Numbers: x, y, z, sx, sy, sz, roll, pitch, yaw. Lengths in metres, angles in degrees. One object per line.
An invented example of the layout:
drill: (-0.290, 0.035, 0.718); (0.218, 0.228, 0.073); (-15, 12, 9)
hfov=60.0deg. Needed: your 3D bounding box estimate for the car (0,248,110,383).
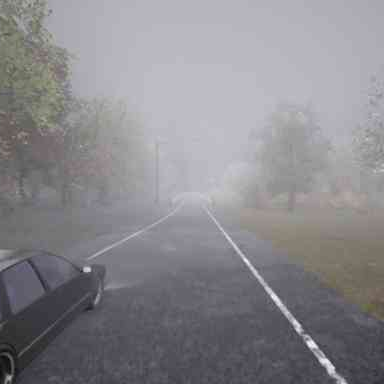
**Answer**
car: (-2.759, 1.533, 4.670); (2.033, 1.411, 5.357); (0, 0, 2)
